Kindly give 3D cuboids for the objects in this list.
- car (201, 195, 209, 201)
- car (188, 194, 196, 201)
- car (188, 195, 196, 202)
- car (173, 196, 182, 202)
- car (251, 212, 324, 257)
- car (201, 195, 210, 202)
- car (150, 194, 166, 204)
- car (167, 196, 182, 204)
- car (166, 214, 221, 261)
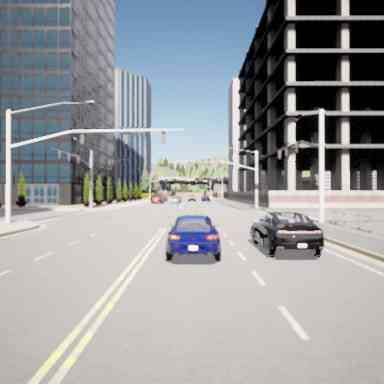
[{"bbox_3d":[3.498,1.657,91.019,1.837,1.490,4.892,0,0,0],"label":"car"},{"bbox_3d":[-0.002,1.513,90.990,2.097,1.767,4.553,0,0,0],"label":"car"},{"bbox_3d":[-0.001,1.750,82.286,1.895,1.301,4.718,0,0,0],"label":"car"},{"bbox_3d":[-3.501,1.692,82.200,2.033,1.411,5.357,0,0,0],"label":"car"},{"bbox_3d":[3.564,1.517,13.111,2.128,1.511,4.902,0,0,0],"label":"car"},{"bbox_3d":[3.499,1.679,81.944,1.812,1.442,4.674,0,0,0],"label":"car"},{"bbox_3d":[-7.006,1.348,66.588,2.150,2.045,5.566,0,0,0],"label":"car"},{"bbox_3d":[-3.509,1.653,66.688,1.812,1.442,4.674,0,0,0],"label":"car"},{"bbox_3d":[0.060,1.550,12.352,1.812,1.442,4.674,0,0,0],"label":"car"}]
